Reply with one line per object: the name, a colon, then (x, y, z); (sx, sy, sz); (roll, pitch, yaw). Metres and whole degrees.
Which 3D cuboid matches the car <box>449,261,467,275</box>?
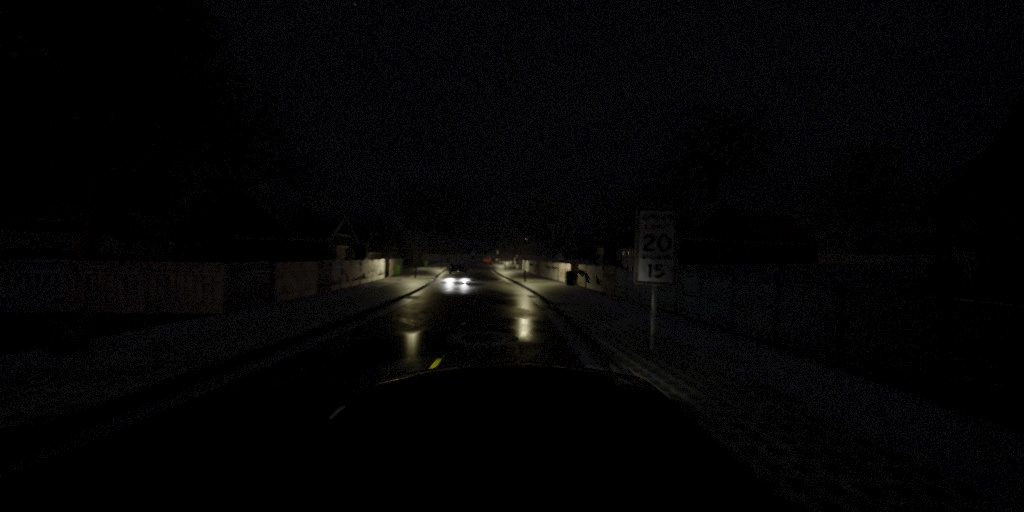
car: (-5.641, 1.171, 37.701); (1.895, 1.301, 4.718); (2, 0, -8)
